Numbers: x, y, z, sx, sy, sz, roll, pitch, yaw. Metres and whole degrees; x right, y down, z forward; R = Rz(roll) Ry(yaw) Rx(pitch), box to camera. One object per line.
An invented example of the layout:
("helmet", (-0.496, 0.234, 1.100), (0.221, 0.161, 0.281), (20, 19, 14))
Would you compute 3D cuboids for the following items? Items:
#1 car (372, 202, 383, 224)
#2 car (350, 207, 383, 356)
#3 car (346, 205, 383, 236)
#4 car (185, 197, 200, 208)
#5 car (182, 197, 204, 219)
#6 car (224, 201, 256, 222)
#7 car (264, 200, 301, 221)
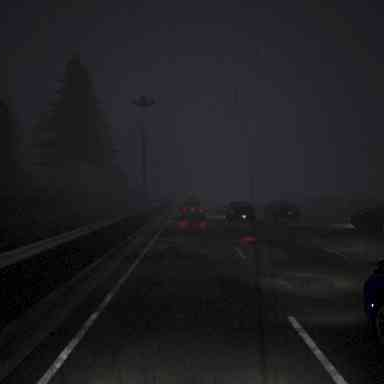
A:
("car", (14.097, 1.464, 21.972), (1.812, 1.442, 4.674), (0, 0, 0))
("car", (3.600, 1.214, 2.525), (2.150, 2.045, 5.566), (0, 0, 0))
("car", (10.598, 1.497, 17.957), (2.033, 1.411, 5.357), (0, 0, 0))
("car", (0.029, 1.433, 46.178), (1.994, 1.385, 4.181), (0, 0, 1))
("car", (0.085, 1.376, 28.540), (1.801, 1.575, 5.366), (0, 0, 0))
("car", (3.597, 1.433, 25.323), (1.837, 1.490, 4.892), (0, 0, 0))
("car", (7.097, 1.403, 26.567), (1.882, 1.535, 5.008), (0, 0, 0))
